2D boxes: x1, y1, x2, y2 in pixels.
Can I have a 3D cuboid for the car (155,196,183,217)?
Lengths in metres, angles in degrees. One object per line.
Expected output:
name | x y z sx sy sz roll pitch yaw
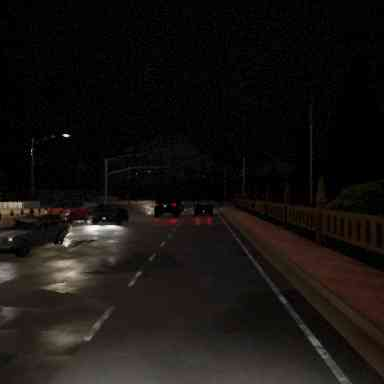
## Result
car | -2.386 1.412 33.391 2.150 2.045 5.566 0 0 2

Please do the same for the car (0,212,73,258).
car | -6.712 1.676 13.264 1.895 1.301 4.718 0 0 2

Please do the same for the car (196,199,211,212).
car | 1.520 1.731 44.212 1.882 1.535 5.008 0 0 2

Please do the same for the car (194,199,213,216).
car | 1.209 1.690 34.712 2.128 1.511 4.902 0 0 2

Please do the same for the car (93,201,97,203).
car | -9.541 1.674 32.071 2.128 1.511 4.902 0 0 2

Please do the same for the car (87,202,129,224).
car | -6.198 1.710 25.665 1.994 1.385 4.181 0 0 2

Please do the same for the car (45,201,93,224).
car | -9.695 1.498 25.793 2.097 1.767 4.553 0 0 2
